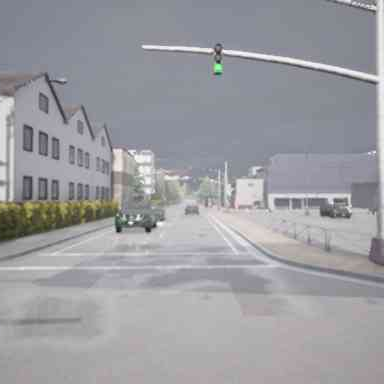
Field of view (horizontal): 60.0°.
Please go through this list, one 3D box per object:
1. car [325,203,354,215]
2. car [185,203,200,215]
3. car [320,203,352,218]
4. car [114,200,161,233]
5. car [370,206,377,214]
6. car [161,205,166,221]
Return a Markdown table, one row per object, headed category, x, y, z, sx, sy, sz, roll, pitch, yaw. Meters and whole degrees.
| category | x | y | z | sx | sy | sz | roll | pitch | yaw |
| --- | --- | --- | --- | --- | --- | --- | --- | --- | --- |
| car | 19.059 | 2.185 | 43.185 | 1.970 | 1.475 | 3.806 | 0 | -1 | 0 |
| car | 0.054 | 2.306 | 45.512 | 2.128 | 1.511 | 4.902 | 0 | -1 | 2 |
| car | 15.417 | 2.099 | 36.126 | 2.007 | 1.523 | 4.514 | 0 | -1 | 0 |
| car | -3.604 | 1.537 | 22.375 | 2.150 | 2.045 | 5.566 | 0 | -1 | 0 |
| car | 25.476 | 2.113 | 43.529 | 2.152 | 1.636 | 5.027 | 0 | -1 | 0 |
| car | -3.595 | 2.039 | 32.524 | 1.837 | 1.490 | 4.892 | 0 | -1 | 0 |
